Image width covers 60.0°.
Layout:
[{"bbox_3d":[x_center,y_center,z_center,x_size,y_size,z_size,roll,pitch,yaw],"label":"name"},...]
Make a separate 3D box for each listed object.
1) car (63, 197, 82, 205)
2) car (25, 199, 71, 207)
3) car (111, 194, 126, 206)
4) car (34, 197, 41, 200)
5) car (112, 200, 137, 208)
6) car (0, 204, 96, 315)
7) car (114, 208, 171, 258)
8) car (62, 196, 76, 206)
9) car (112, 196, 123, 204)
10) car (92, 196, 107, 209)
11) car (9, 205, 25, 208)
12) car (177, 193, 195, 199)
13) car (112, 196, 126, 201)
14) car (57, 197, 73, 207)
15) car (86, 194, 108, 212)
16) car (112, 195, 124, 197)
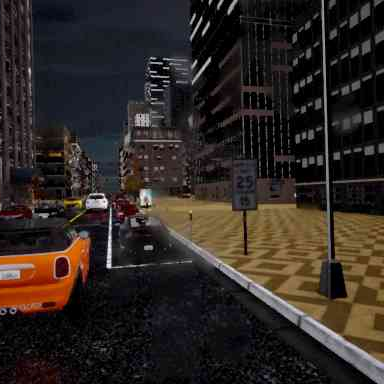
[{"bbox_3d":[-14.649,1.339,40.983,1.882,1.535,5.008,-2,0,-14],"label":"car"},{"bbox_3d":[-11.123,1.562,26.048,2.128,1.511,4.902,-2,0,-13],"label":"car"},{"bbox_3d":[-12.321,1.207,55.588,2.192,1.841,5.009,-1,0,-14],"label":"car"},{"bbox_3d":[-38.755,1.659,80.018,4.507,1.381,1.887,-1,-1,-14],"label":"car"},{"bbox_3d":[-4.469,1.502,23.169,1.802,1.307,4.206,-1,0,-14],"label":"car"},{"bbox_3d":[-3.444,1.357,7.445,2.097,1.767,4.553,-2,0,-14],"label":"car"},{"bbox_3d":[-1.854,1.480,12.362,2.008,1.369,4.403,-1,0,-14],"label":"car"},{"bbox_3d":[-21.768,1.551,59.024,1.967,1.590,4.097,-1,0,-14],"label":"car"},{"bbox_3d":[-13.625,1.433,60.993,1.887,1.381,4.507,-1,0,-14],"label":"car"},{"bbox_3d":[-13.112,1.448,47.405,1.882,1.535,5.008,-2,0,-13],"label":"car"},{"bbox_3d":[-13.920,1.720,26.602,1.802,1.307,4.206,-1,0,-14],"label":"car"},{"bbox_3d":[-1.802,1.135,89.295,4.097,1.590,1.967,-1,-1,-14],"label":"car"},{"bbox_3d":[-7.086,1.455,33.976,1.887,1.381,4.507,-1,0,-14],"label":"car"},{"bbox_3d":[-20.420,1.641,53.455,1.752,1.417,4.829,-1,0,-14],"label":"car"},{"bbox_3d":[-10.643,1.199,37.399,2.150,2.045,5.566,-2,0,-13],"label":"car"},{"bbox_3d":[-8.433,1.431,39.545,1.752,1.417,4.829,-1,0,-14],"label":"car"}]
